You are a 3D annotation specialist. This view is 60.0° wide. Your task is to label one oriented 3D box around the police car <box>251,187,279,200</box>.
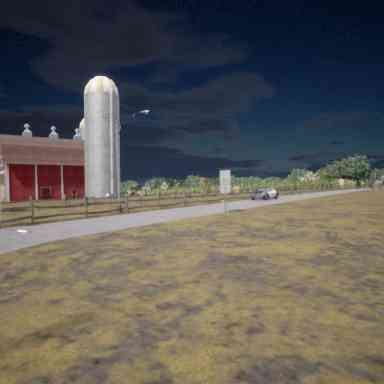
[{"bbox_3d":[8.986,0.196,41.122,2.038,1.542,4.974,-1,1,35],"label":"police car"}]
